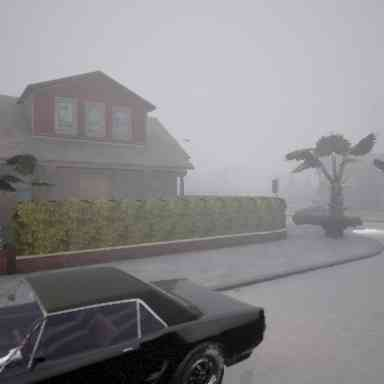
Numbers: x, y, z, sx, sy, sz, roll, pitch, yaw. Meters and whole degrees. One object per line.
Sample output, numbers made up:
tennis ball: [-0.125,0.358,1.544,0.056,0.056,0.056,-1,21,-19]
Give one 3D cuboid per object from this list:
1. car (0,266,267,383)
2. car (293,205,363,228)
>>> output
car: [-1.512,1.601,3.454,4.718,1.301,1.895,0,0,-35]
car: [8.566,1.564,21.254,1.994,1.385,4.181,0,0,-35]
